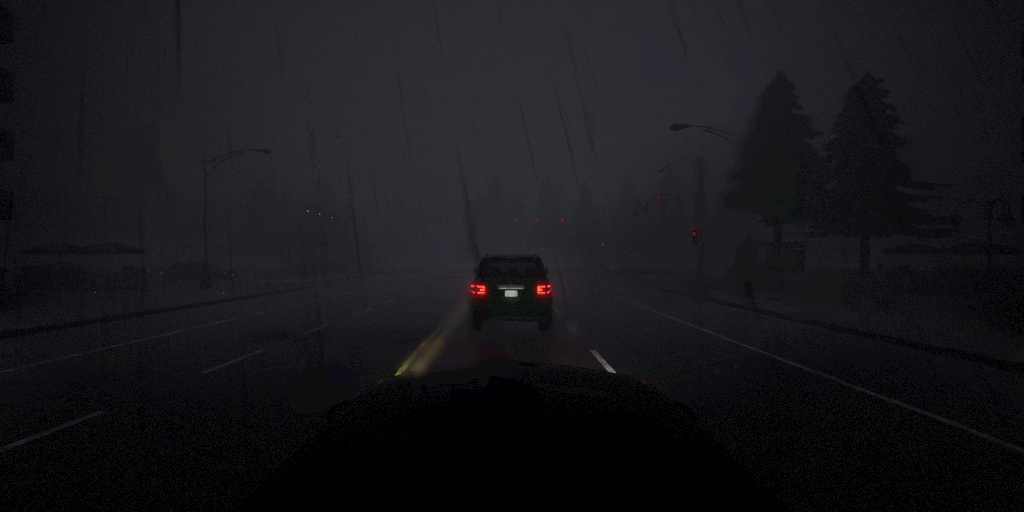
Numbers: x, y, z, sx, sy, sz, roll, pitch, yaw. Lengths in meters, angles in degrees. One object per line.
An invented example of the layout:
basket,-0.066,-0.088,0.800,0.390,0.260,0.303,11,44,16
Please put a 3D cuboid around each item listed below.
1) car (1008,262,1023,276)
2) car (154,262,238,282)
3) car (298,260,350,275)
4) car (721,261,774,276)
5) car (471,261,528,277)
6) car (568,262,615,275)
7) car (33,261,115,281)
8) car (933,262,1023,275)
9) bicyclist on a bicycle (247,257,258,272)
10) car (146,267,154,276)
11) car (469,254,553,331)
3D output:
car,51.997,1.295,34.519,4.718,1.301,1.895,0,0,23
car,-23.535,1.199,27.150,4.892,1.490,1.837,0,0,-1
car,-19.851,1.172,37.906,5.008,1.535,1.882,0,0,0
car,22.947,1.186,34.737,4.902,1.511,2.128,0,0,0
car,-1.148,1.255,34.559,5.357,1.411,2.033,0,0,0
car,8.407,1.298,38.146,4.718,1.301,1.895,0,0,0
car,-33.003,1.172,26.973,5.008,1.535,1.882,0,0,-2
car,43.395,1.242,33.670,5.357,1.411,2.033,0,0,13
bicyclist on a bicycle,-30.097,0.995,41.602,0.582,1.620,1.656,0,0,0
car,-27.767,1.242,30.610,5.357,1.411,2.033,0,0,-2
car,-0.020,0.971,11.086,2.150,2.045,5.566,0,0,0
